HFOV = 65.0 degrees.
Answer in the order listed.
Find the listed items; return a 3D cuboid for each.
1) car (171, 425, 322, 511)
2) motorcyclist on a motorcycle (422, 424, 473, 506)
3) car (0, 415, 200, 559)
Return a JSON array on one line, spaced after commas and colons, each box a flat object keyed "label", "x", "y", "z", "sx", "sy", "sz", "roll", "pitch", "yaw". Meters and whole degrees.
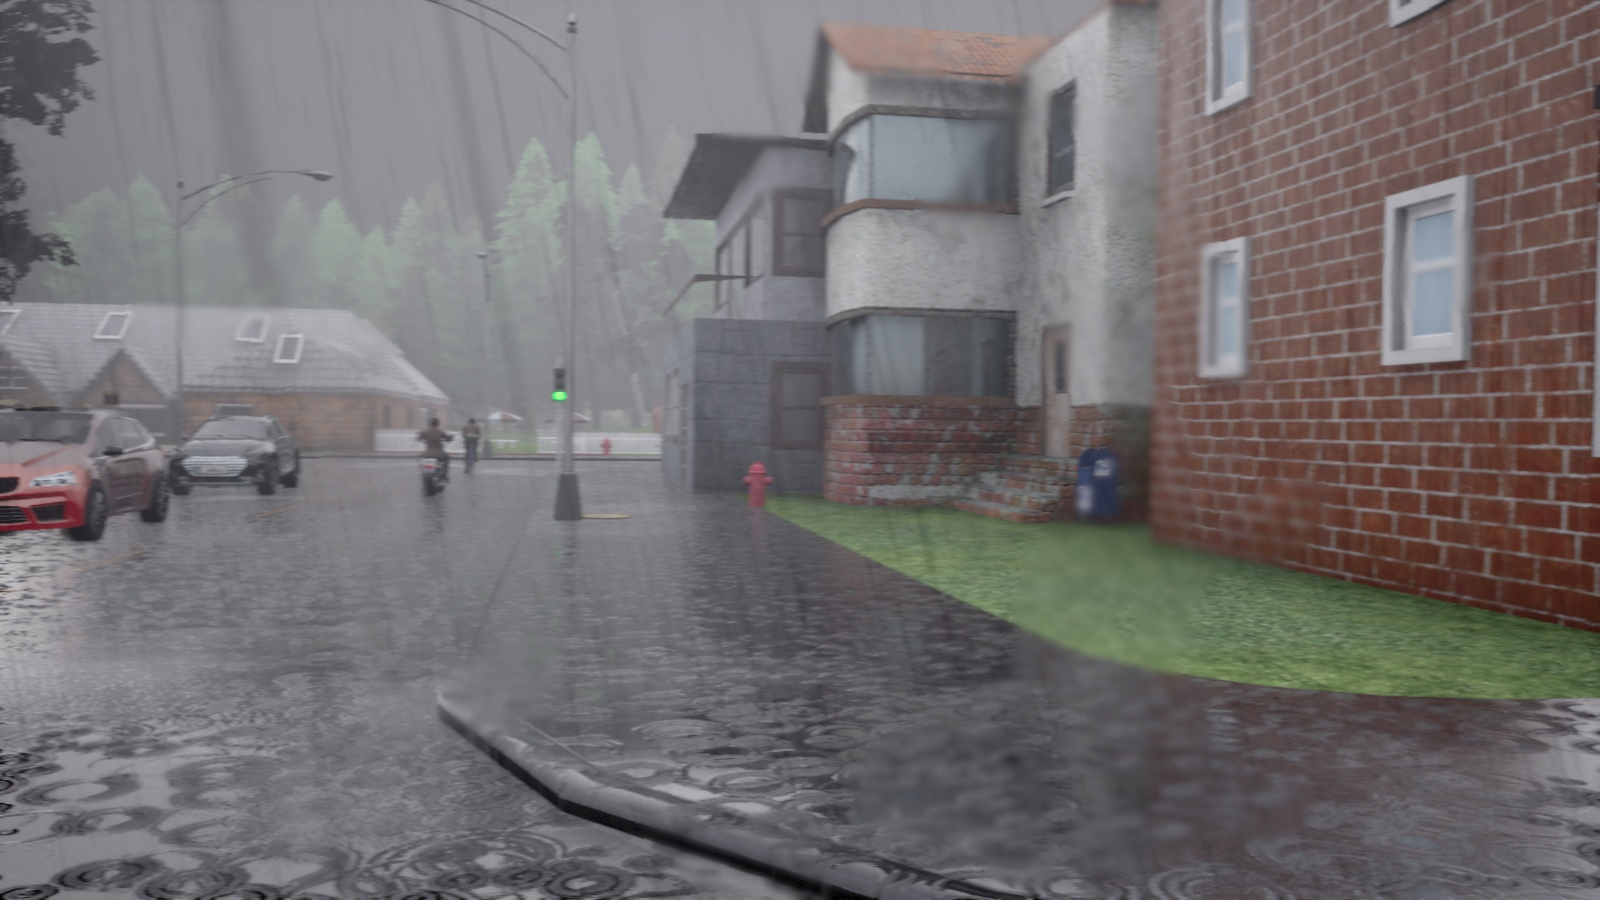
[{"label": "car", "x": -11.627, "y": 0.301, "z": 26.735, "sx": 2.033, "sy": 1.649, "sz": 4.856, "roll": -1, "pitch": 1, "yaw": -13}, {"label": "motorcyclist on a motorcycle", "x": -7.417, "y": 0.287, "z": 26.510, "sx": 0.766, "sy": 1.649, "sz": 2.350, "roll": -1, "pitch": 1, "yaw": -10}, {"label": "car", "x": -9.871, "y": 0.396, "z": 16.861, "sx": 2.242, "sy": 1.667, "sz": 4.611, "roll": -1, "pitch": 1, "yaw": -12}]
